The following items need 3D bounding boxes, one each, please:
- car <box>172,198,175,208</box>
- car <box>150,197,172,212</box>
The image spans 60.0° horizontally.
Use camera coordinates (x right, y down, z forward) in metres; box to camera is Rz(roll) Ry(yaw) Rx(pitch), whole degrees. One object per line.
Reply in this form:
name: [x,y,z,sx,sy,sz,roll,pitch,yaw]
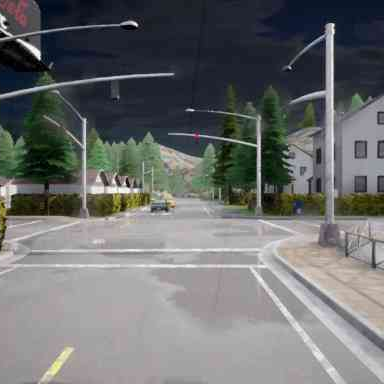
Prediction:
car: [-3.585,1.478,48.600,1.882,1.535,5.008,0,0,0]
car: [-3.583,1.526,38.128,1.812,1.442,4.674,0,0,0]
